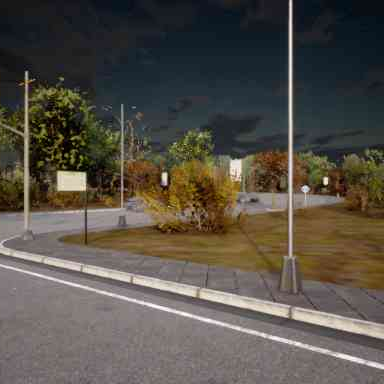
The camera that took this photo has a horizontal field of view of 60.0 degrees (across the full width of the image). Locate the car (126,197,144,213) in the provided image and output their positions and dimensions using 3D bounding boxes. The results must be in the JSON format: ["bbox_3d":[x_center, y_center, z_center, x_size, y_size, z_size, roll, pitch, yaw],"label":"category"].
[{"bbox_3d":[-4.659,1.516,37.238,1.812,1.442,4.674,0,0,39],"label":"car"}]

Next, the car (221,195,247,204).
[{"bbox_3d":[7.287,1.266,57.691,2.033,1.411,5.357,0,1,37],"label":"car"}]

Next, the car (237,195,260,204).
[{"bbox_3d":[9.532,1.229,54.894,2.128,1.511,4.902,0,1,38],"label":"car"}]

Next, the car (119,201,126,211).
[{"bbox_3d":[-6.619,1.338,40.385,2.097,1.767,4.553,0,0,39],"label":"car"}]
